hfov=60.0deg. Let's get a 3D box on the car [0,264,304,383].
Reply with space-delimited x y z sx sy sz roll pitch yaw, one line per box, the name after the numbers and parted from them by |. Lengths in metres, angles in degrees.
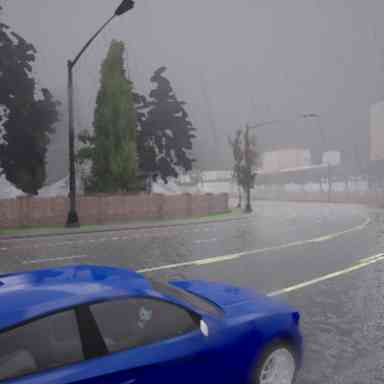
-0.962 1.490 3.229 5.008 1.535 1.882 0 0 -36 | car
